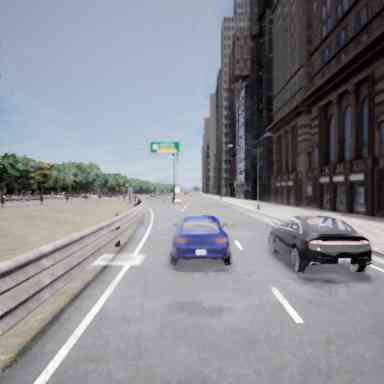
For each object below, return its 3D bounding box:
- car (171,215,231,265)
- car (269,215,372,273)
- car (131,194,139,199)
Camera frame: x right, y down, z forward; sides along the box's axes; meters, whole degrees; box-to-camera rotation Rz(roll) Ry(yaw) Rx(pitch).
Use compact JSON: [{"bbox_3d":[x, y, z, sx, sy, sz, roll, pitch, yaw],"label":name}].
[{"bbox_3d":[0.290,1.522,11.612,1.812,1.442,4.674,0,0,1],"label":"car"},{"bbox_3d":[3.776,1.480,10.584,2.128,1.511,4.902,0,0,1],"label":"car"},{"bbox_3d":[-14.923,1.296,86.710,1.812,1.442,4.674,0,0,-15],"label":"car"}]
